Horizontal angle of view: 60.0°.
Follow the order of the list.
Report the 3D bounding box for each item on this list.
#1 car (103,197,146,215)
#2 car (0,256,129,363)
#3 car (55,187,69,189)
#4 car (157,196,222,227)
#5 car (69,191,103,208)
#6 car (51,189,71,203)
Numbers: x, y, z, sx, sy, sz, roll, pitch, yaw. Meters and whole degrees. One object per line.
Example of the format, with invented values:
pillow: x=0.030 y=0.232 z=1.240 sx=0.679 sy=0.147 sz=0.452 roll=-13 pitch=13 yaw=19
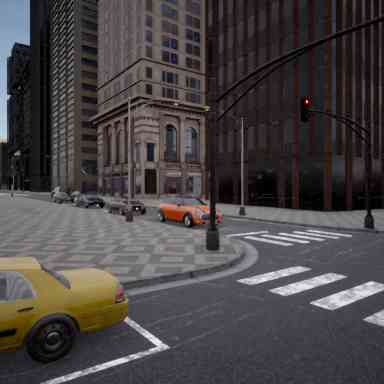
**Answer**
car: x=-5.412 y=1.088 z=27.353 sx=1.994 sy=1.385 sz=4.181 roll=0 pitch=1 yaw=-36
car: x=-3.261 y=1.525 z=4.323 sx=4.829 sy=1.417 sz=1.752 roll=0 pitch=0 yaw=-35
car: x=-21.924 y=0.133 z=55.759 sx=2.150 sy=2.045 sz=5.566 roll=0 pitch=1 yaw=-36
car: x=-0.218 y=1.050 z=20.093 sx=2.097 sy=1.767 sz=4.553 roll=0 pitch=1 yaw=-36
car: x=-10.834 y=0.893 z=34.937 sx=2.033 sy=1.411 sz=5.357 roll=0 pitch=1 yaw=-35
car: x=-16.670 y=0.662 z=43.144 sx=1.837 sy=1.490 sz=4.892 roll=0 pitch=1 yaw=-36
